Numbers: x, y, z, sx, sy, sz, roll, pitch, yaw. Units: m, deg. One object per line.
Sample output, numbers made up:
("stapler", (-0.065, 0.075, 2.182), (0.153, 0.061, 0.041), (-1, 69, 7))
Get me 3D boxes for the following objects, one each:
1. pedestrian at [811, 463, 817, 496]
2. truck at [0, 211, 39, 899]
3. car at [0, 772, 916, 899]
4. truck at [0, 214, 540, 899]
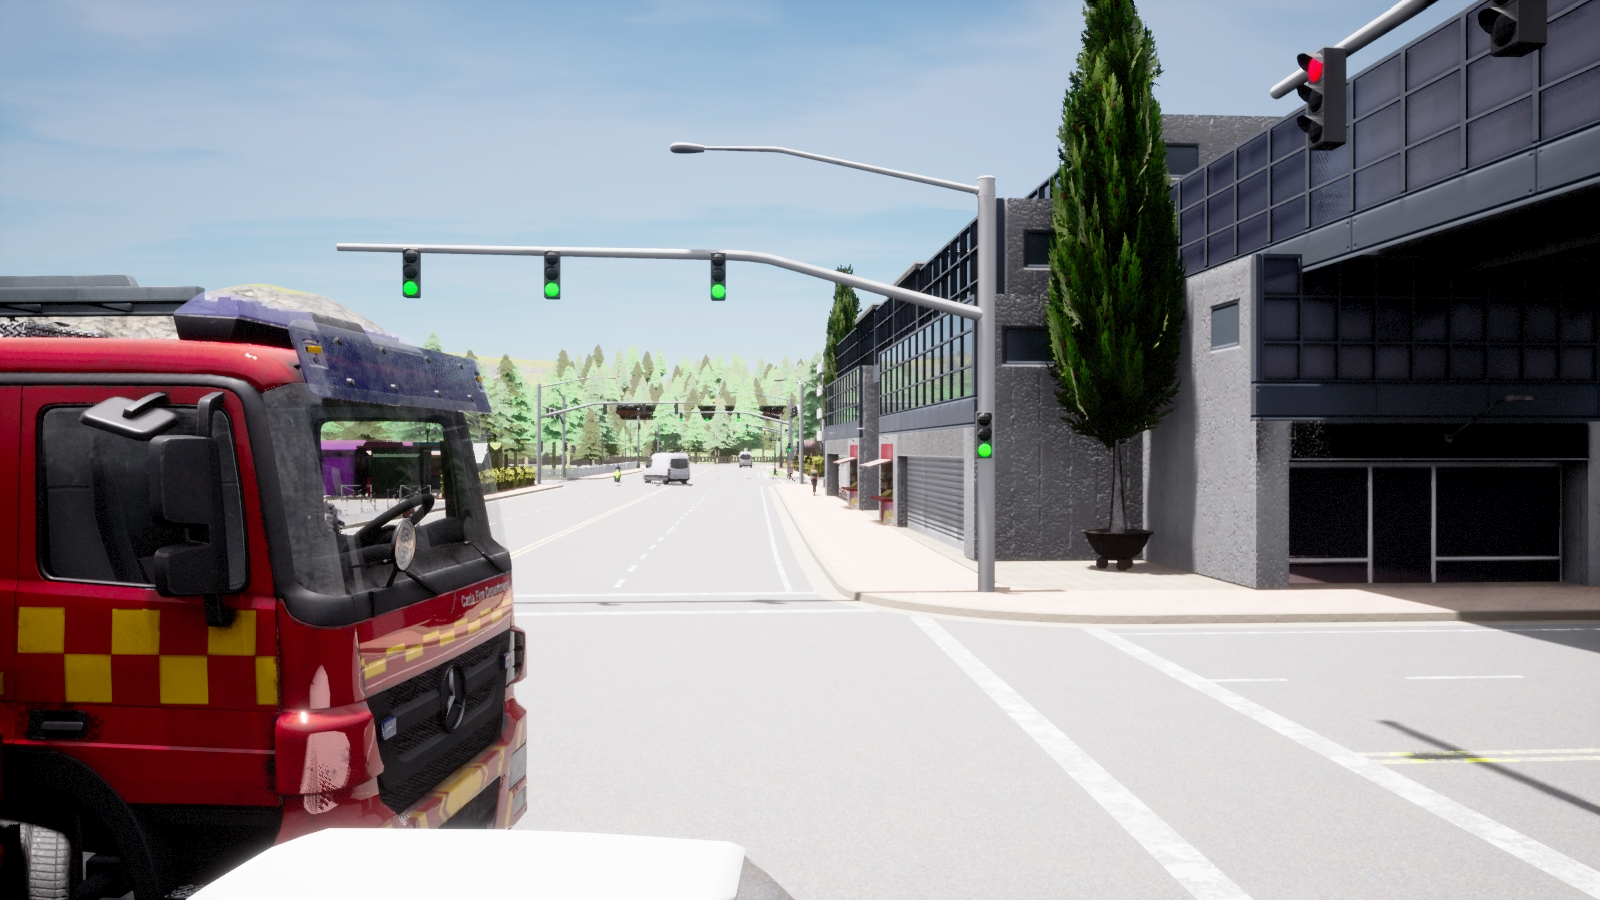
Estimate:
("pedestrian", (0.789, 1.696, 65.229), (0.375, 1.860, 0.375), (0, 0, 0))
("truck", (-7.587, 0.890, 3.490), (8.468, 3.827, 2.891), (0, 0, -3))
("car", (-1.549, 2.065, 3.579), (3.806, 1.475, 1.970), (0, 0, 5))
("truck", (-6.102, 0.890, 6.659), (8.468, 3.827, 2.891), (0, 0, 4))
